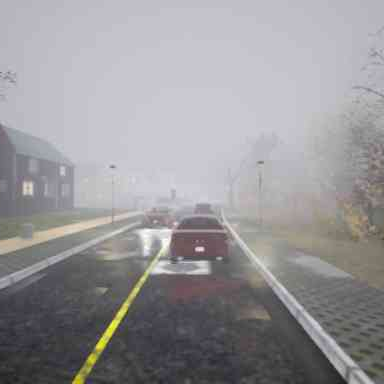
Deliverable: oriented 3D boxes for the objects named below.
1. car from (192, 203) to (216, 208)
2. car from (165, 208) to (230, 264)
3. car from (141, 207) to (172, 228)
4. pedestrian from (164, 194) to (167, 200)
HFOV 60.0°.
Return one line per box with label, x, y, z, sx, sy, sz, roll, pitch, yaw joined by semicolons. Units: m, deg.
car;1.067;1.716;29.864;1.837;1.490;4.892;0;-1;3
car;0.294;1.552;12.227;1.882;1.535;5.008;0;-1;2
car;-2.243;1.718;23.207;1.994;1.385;4.181;0;0;3
pedestrian;-5.354;1.384;66.957;0.375;1.860;0.375;0;-4;6
